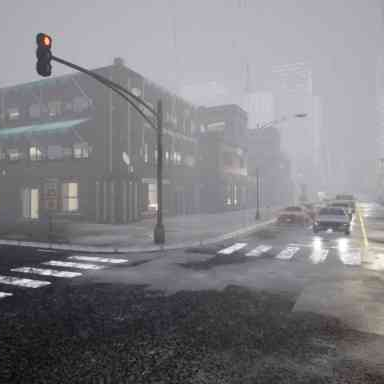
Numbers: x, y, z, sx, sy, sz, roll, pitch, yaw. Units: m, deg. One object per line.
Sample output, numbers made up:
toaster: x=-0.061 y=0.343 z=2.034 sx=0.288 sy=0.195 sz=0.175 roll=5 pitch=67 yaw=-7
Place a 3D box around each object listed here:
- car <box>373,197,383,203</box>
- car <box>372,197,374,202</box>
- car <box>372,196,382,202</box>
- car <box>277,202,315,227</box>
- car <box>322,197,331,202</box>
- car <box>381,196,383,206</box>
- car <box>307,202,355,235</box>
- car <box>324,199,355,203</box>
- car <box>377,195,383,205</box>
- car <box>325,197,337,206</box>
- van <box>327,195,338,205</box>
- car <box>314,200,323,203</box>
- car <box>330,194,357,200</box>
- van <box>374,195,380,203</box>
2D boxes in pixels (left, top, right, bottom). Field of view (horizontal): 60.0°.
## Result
car: x=41.507 y=1.684 z=74.083 sx=1.802 sy=1.307 sz=4.206 roll=0 pitch=0 yaw=26
car: x=39.149 y=1.615 z=69.275 sx=1.752 sy=1.417 sz=4.829 roll=0 pitch=0 yaw=26
car: x=43.941 y=1.680 z=79.045 sx=1.947 sy=1.339 sz=4.313 roll=0 pitch=0 yaw=26
car: x=7.141 y=1.554 z=23.248 sx=1.887 sy=1.381 sz=4.507 roll=0 pitch=0 yaw=26
car: x=14.443 y=1.550 z=37.936 sx=1.752 sy=1.417 sz=4.829 roll=0 pitch=0 yaw=26
car: x=26.908 y=1.590 z=44.320 sx=2.008 sy=1.369 sz=4.403 roll=0 pitch=0 yaw=26
car: x=8.215 y=1.555 z=19.338 sx=2.033 sy=1.411 sz=5.357 roll=0 pitch=0 yaw=26
car: x=12.395 y=1.541 z=27.807 sx=1.812 sy=1.442 sz=4.674 roll=0 pitch=0 yaw=26
car: x=31.774 y=1.639 z=54.240 sx=1.802 sy=1.307 sz=4.206 roll=0 pitch=0 yaw=26
car: x=24.175 y=1.581 z=57.778 sx=1.752 sy=1.417 sz=4.829 roll=0 pitch=0 yaw=26
van: x=26.684 y=1.408 z=62.892 sx=1.690 sy=1.788 sz=3.998 roll=0 pitch=0 yaw=26
car: x=9.651 y=1.580 z=28.167 sx=1.947 sy=1.339 sz=4.313 roll=0 pitch=0 yaw=26
car: x=17.126 y=1.247 z=37.298 sx=2.150 sy=2.045 sz=5.566 roll=0 pitch=0 yaw=26
van: x=36.641 y=1.419 z=64.163 sx=1.690 sy=1.788 sz=3.998 roll=0 pitch=0 yaw=26
